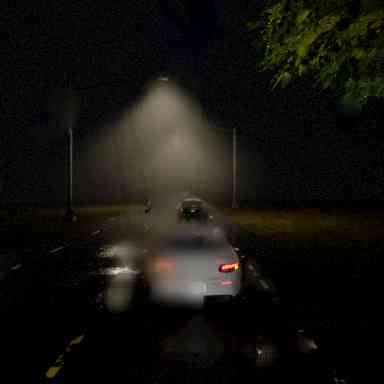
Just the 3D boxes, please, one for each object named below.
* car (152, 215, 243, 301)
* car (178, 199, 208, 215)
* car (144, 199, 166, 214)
[{"bbox_3d":[0.103,1.524,8.181,1.812,1.442,4.674,0,0,0],"label":"car"},{"bbox_3d":[0.059,1.300,24.793,2.097,1.767,4.553,0,0,0],"label":"car"},{"bbox_3d":[-3.688,1.427,34.336,2.033,1.411,5.357,0,0,0],"label":"car"}]
